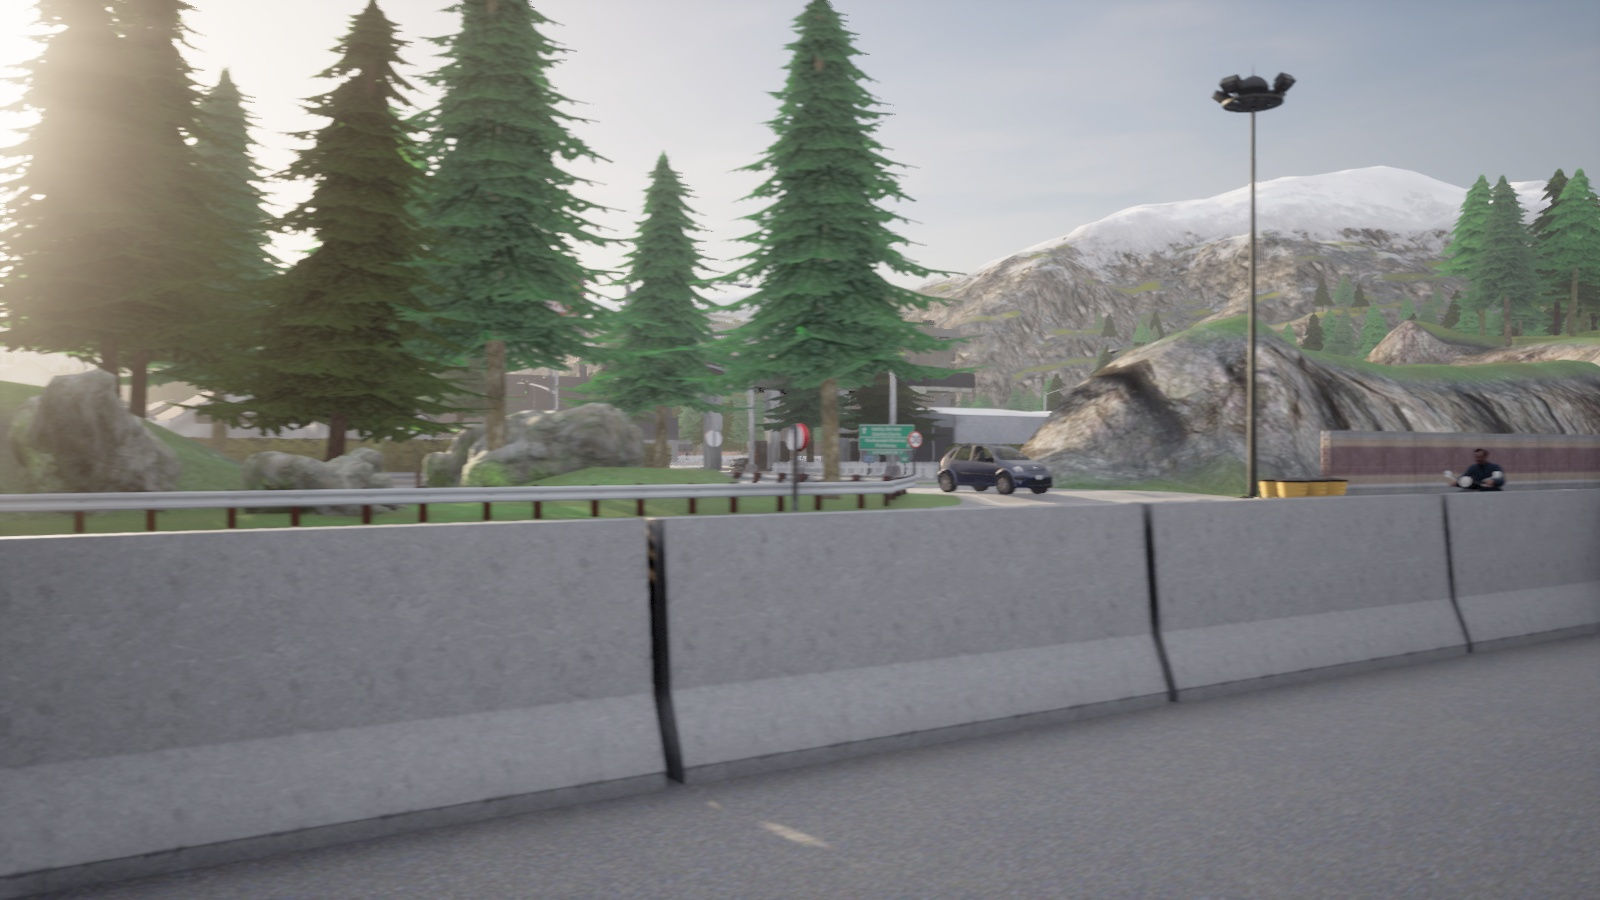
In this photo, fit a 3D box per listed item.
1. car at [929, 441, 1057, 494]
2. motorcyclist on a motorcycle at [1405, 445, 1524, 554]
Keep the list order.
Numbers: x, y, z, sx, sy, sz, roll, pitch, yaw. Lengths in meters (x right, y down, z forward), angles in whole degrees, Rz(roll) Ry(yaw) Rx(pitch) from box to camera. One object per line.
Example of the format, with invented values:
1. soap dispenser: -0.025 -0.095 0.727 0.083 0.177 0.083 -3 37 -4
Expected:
1. car: 6.179 0.539 40.562 1.851 1.617 3.988 0 0 -35
2. motorcyclist on a motorcycle: 10.217 0.725 19.298 1.817 1.590 0.866 0 0 -35
